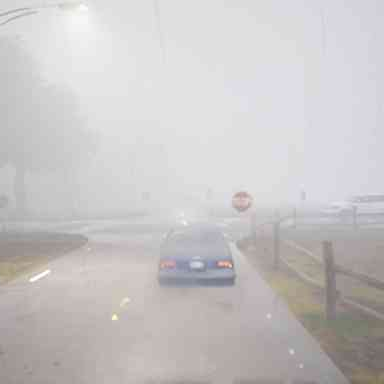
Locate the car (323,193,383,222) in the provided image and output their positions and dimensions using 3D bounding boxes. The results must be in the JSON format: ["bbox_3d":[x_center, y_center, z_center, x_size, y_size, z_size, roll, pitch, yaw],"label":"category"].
[{"bbox_3d":[13.021,1.141,25.444,5.566,2.045,2.150,-1,0,-1],"label":"car"}]

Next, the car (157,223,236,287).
[{"bbox_3d":[0.094,1.583,9.464,2.033,1.411,5.357,0,0,0],"label":"car"}]

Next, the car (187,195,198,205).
[{"bbox_3d":[0.090,1.591,67.490,2.150,2.045,5.566,0,-1,0],"label":"car"}]
